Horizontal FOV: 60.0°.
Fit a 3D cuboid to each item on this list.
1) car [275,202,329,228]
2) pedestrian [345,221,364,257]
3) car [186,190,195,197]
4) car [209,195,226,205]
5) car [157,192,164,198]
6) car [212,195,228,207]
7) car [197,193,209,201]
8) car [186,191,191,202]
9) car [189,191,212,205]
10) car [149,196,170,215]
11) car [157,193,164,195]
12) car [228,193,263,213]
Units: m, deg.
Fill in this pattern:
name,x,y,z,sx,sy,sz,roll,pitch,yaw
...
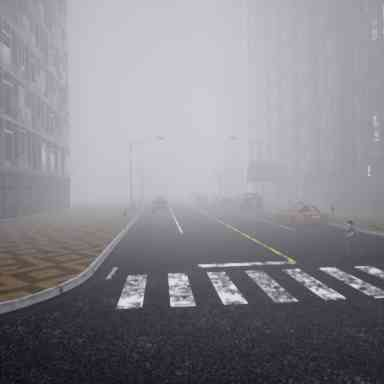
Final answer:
name,x,y,z,sx,sy,sz,roll,pitch,yaw
car,6.409,1.285,20.043,1.752,1.417,4.829,0,1,-5
pedestrian,5.228,1.444,10.820,0.375,1.300,0.375,0,0,-5
car,-0.474,0.428,93.722,2.192,1.841,5.009,0,1,-5
car,3.748,1.095,48.792,1.802,1.307,4.206,0,1,-5
car,-8.285,0.746,87.297,1.967,1.590,4.097,0,1,-5
car,4.275,1.107,43.176,1.887,1.381,4.507,0,1,-5
car,2.165,0.909,65.642,1.887,1.381,4.507,0,1,-5
car,0.101,0.984,59.808,1.812,1.442,4.674,-1,1,-5
car,1.176,1.049,48.399,2.128,1.511,4.902,-1,1,-5
car,-3.008,1.366,31.119,1.947,1.339,4.313,0,1,-5
car,-4.591,1.237,47.972,1.802,1.307,4.206,0,1,-5
car,5.328,0.974,31.941,2.192,1.841,5.009,0,1,-5
